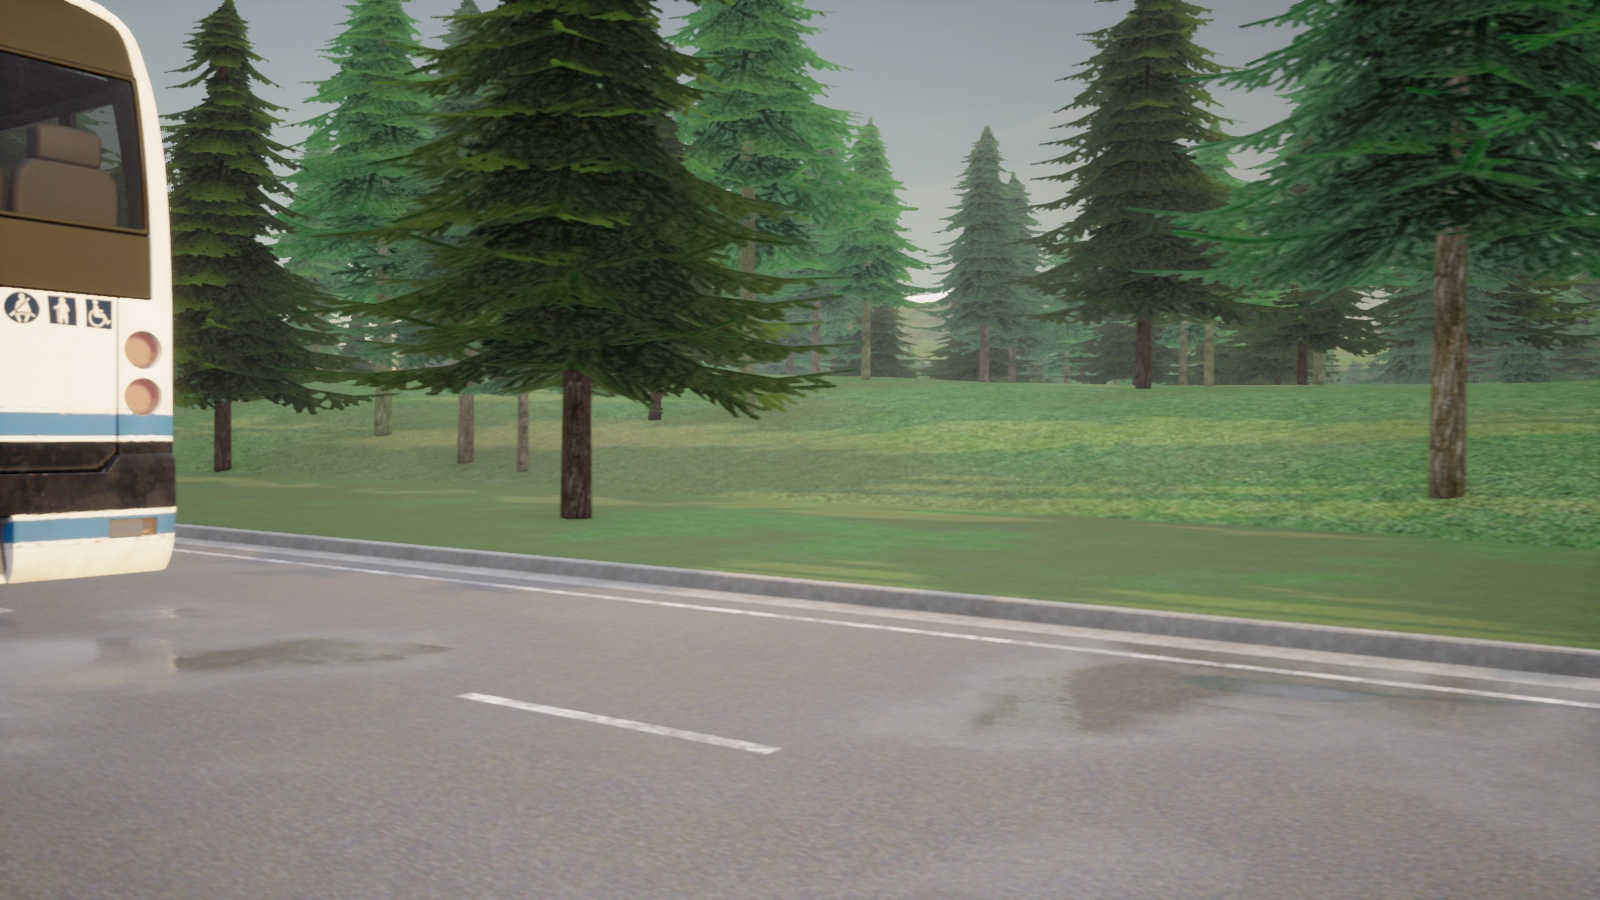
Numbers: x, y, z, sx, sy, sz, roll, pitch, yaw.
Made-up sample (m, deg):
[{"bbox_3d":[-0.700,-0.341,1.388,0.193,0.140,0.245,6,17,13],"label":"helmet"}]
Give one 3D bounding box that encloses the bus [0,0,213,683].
[{"bbox_3d":[-9.460,-0.717,9.880,10.273,4.253,3.944,0,1,34],"label":"bus"}]
